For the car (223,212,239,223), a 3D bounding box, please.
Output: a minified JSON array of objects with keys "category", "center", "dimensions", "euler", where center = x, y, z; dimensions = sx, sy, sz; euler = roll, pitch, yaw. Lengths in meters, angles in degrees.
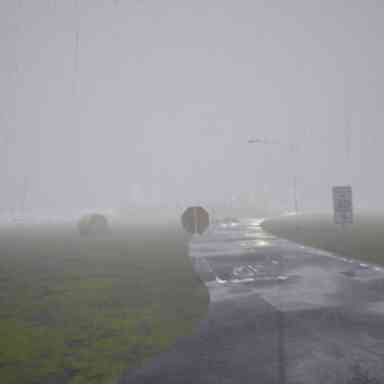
[{"category":"car","center":[6.027,3.914,50.872],"dimensions":[1.837,1.490,4.892],"euler":[-3,-3,15]}]
